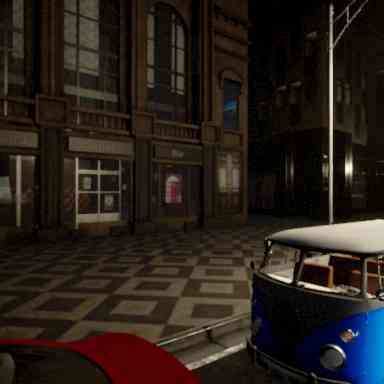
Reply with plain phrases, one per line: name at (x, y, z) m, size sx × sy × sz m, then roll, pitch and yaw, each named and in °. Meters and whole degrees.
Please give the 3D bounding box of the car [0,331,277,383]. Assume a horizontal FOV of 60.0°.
car at (-1.896, 1.541, 1.217) m, size 4.507 × 1.381 × 1.887 m, roll 0°, pitch 0°, yaw -38°

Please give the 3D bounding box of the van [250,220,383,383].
van at (2.528, 1.344, 4.681) m, size 3.998 × 1.788 × 1.690 m, roll 0°, pitch 0°, yaw -38°
